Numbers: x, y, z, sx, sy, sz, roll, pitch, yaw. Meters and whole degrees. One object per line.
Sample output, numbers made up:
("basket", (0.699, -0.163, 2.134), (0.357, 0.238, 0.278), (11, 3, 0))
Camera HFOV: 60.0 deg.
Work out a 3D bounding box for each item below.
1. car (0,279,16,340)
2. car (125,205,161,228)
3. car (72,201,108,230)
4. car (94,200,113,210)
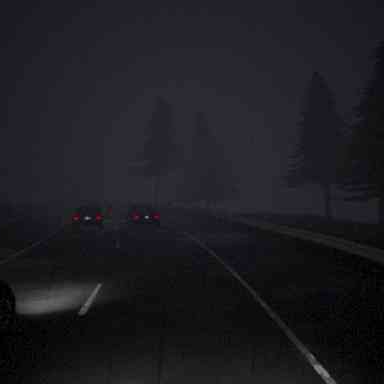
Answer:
("car", (-3.699, 1.534, 3.496), (1.812, 1.442, 4.674), (0, 0, -3))
("car", (-3.334, 1.540, 22.146), (2.033, 1.411, 5.357), (0, 0, -15))
("car", (-6.695, 1.551, 21.458), (2.033, 1.411, 5.357), (0, 0, -16))
("car", (-11.324, 1.602, 41.133), (1.895, 1.301, 4.718), (0, 0, -29))
